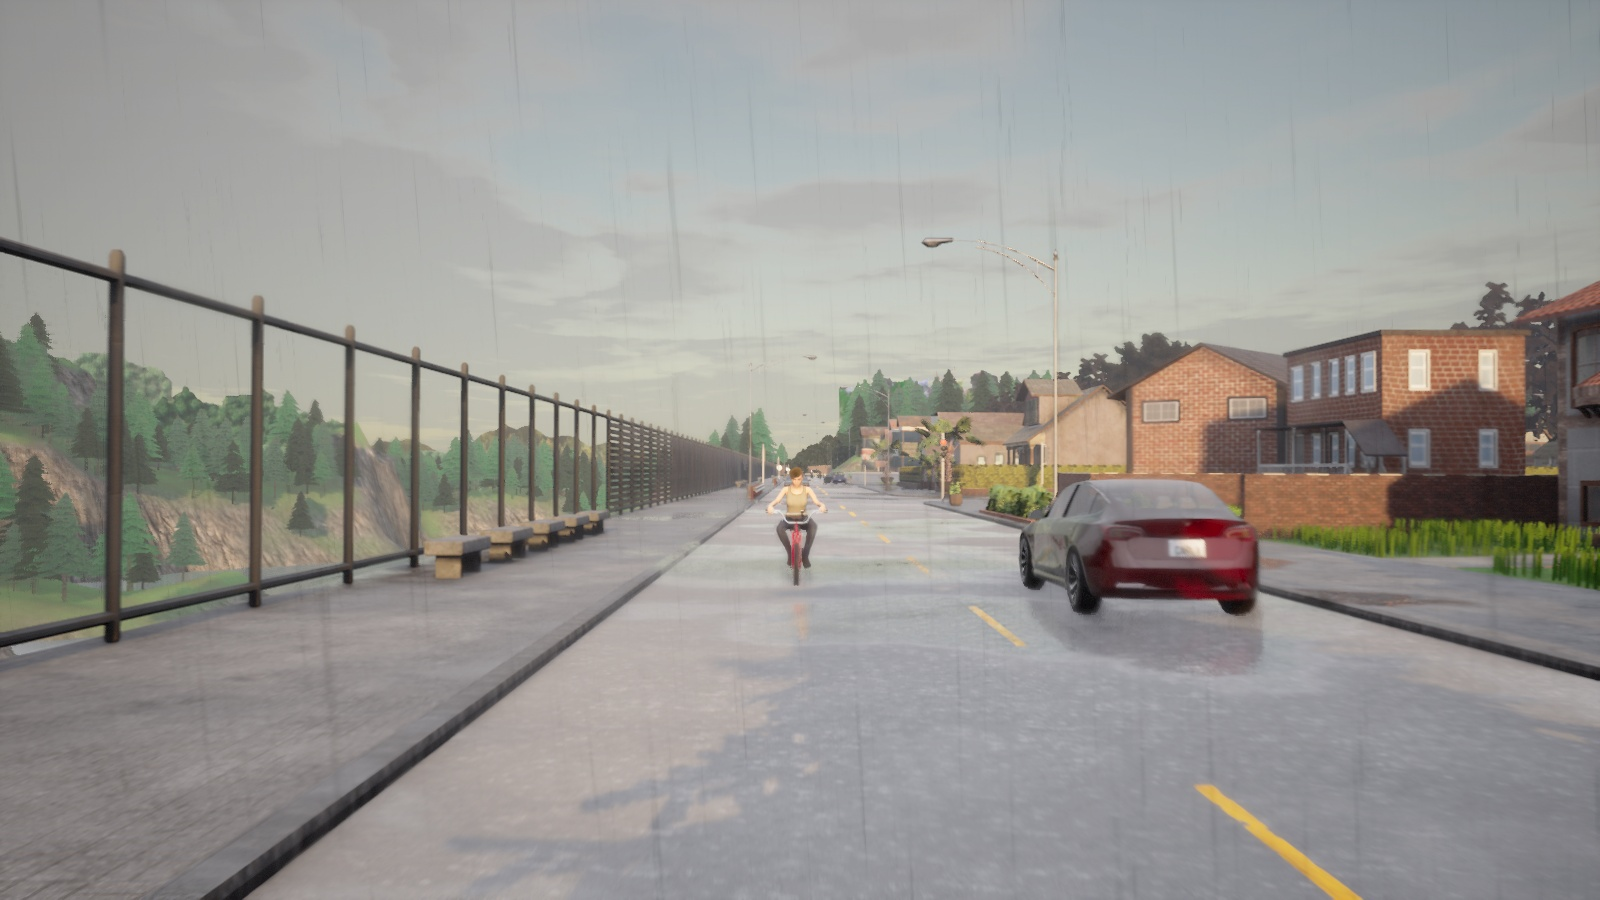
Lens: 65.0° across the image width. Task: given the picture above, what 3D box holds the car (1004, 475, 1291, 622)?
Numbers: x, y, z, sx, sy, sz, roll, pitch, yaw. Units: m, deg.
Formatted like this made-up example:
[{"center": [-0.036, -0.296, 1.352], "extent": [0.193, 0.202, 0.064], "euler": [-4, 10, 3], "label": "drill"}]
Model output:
[{"center": [3.963, 1.055, 15.318], "extent": [2.163, 1.488, 4.792], "euler": [0, -1, 0], "label": "car"}]

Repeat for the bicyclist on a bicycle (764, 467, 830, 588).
[{"center": [-0.038, 1.044, 17.492], "extent": [0.866, 1.612, 1.509], "euler": [0, -1, 0], "label": "bicyclist on a bicycle"}]
